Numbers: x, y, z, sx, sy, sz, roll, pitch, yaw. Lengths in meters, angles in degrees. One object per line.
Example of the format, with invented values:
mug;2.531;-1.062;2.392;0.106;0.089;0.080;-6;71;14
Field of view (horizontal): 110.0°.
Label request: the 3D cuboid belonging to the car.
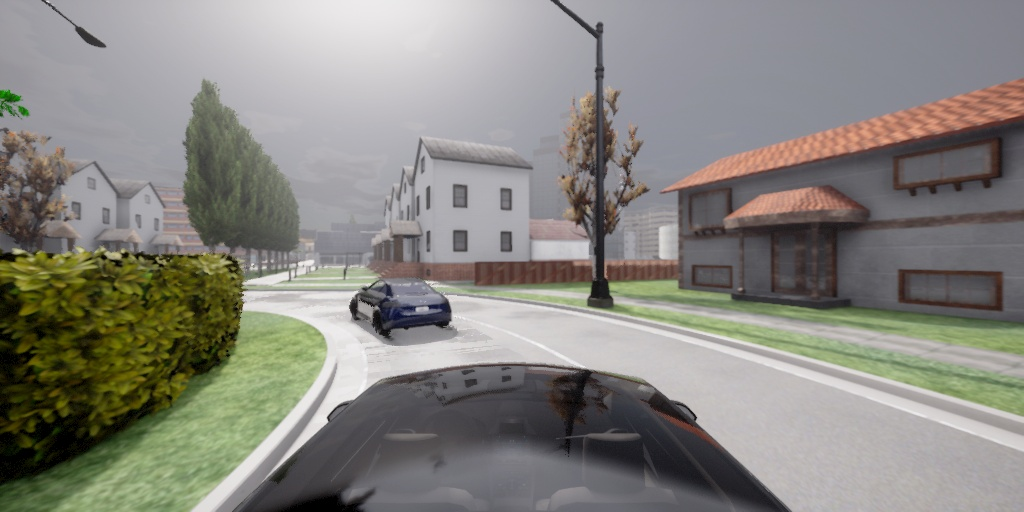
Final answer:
car;-3.465;1.343;10.852;1.994;1.385;4.181;0;0;-35
